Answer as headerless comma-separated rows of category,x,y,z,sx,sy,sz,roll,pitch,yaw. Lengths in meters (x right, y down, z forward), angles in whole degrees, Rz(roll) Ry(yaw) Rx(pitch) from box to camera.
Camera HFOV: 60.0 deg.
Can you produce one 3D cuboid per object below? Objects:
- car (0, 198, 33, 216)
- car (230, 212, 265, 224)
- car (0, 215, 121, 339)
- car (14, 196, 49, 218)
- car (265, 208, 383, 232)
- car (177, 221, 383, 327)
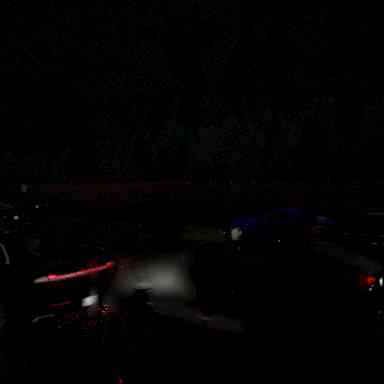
car,-12.572,1.349,21.564,4.674,1.442,1.812,1,0,36
car,3.789,1.438,14.188,5.008,1.535,1.882,1,0,36
car,-3.535,1.439,6.517,4.902,1.511,2.128,0,0,36
car,-13.480,1.147,26.510,4.553,1.767,2.097,1,0,36
car,4.672,1.340,9.258,4.553,1.767,2.097,1,0,36
car,1.719,1.544,7.066,4.181,1.385,1.994,1,0,36
